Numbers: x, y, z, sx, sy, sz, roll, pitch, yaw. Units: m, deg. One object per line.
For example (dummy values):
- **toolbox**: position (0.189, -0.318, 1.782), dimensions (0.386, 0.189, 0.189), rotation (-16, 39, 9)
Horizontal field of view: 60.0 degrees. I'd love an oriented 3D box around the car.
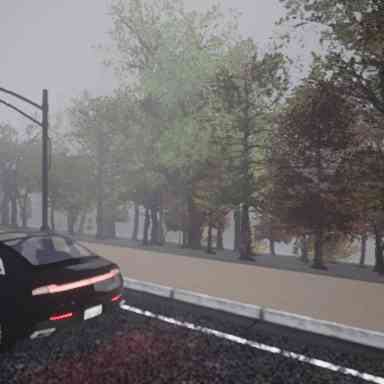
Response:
- **car**: position (-3.391, 1.485, 6.096), dimensions (4.902, 1.511, 2.128), rotation (0, 0, 35)
